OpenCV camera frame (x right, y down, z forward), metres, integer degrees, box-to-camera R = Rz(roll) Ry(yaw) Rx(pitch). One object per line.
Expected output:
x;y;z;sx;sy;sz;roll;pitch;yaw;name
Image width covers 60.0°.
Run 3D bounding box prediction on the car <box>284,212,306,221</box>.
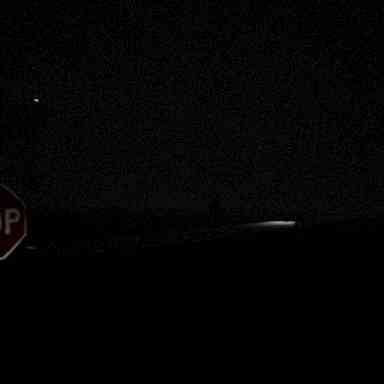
15.235;3.613;49.062;1.895;1.301;4.718;-2;-3;35;car
